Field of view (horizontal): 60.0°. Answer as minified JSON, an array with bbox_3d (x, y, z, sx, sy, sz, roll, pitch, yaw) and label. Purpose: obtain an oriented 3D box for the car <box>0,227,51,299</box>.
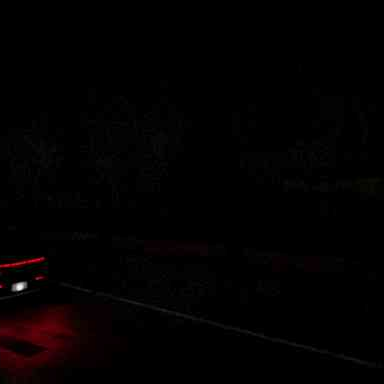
[{"bbox_3d":[-5.260,1.571,7.759,4.892,1.490,1.837,-1,0,36],"label":"car"}]
